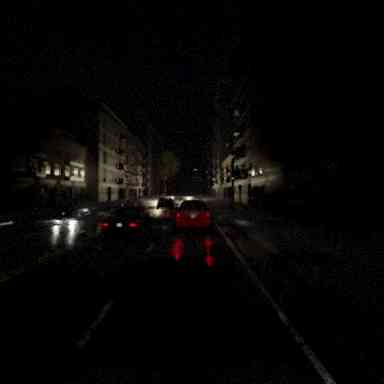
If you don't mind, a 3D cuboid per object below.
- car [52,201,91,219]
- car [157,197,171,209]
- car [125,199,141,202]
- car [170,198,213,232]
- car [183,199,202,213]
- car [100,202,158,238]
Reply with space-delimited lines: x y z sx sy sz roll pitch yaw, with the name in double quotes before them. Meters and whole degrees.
"car" -9.863 1.451 27.446 1.994 1.385 4.181 0 0 0
"car" -3.181 1.321 40.687 2.128 1.511 4.902 0 0 0
"car" -6.606 1.445 37.007 1.895 1.301 4.718 0 0 0
"car" 0.067 1.269 19.596 2.097 1.767 4.553 0 0 0
"car" 0.065 1.447 36.108 1.895 1.301 4.718 0 0 0
"car" -3.182 1.478 17.084 2.033 1.411 5.357 0 0 0
